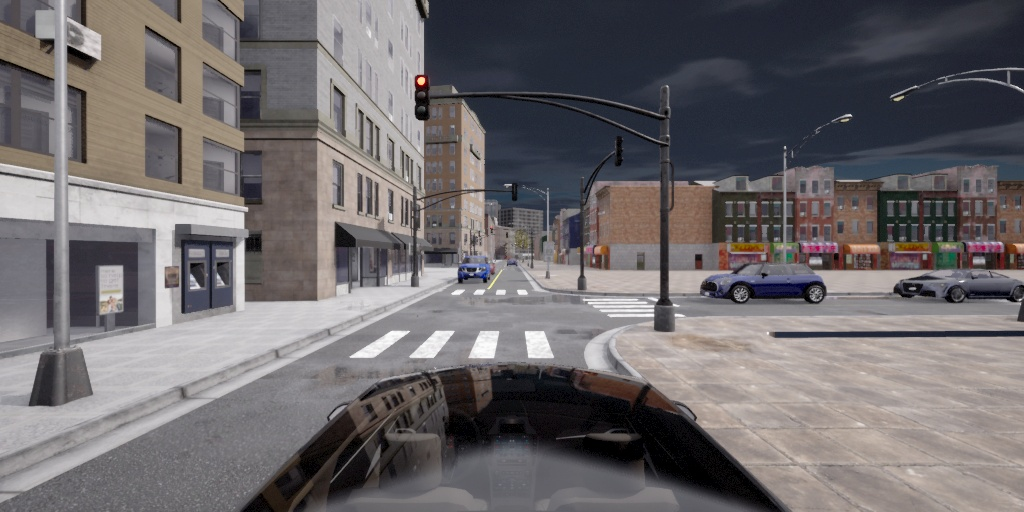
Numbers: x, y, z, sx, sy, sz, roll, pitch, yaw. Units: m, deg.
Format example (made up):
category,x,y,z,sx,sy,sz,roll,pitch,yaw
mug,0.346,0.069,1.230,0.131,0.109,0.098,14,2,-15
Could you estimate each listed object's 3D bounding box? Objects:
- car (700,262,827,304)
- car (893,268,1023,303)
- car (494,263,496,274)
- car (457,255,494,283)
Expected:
category,x,y,z,sx,sy,sz,roll,pitch,yaw
car,10.741,1.054,15.590,4.553,1.767,2.097,0,0,1
car,19.420,1.234,15.618,4.181,1.385,1.994,0,0,0
car,-2.886,1.110,38.404,2.097,1.767,4.553,0,0,0
car,-2.884,0.976,28.238,2.150,2.045,5.566,0,0,0
